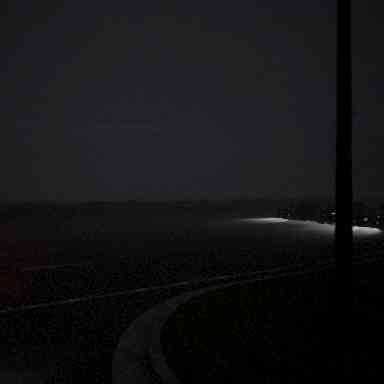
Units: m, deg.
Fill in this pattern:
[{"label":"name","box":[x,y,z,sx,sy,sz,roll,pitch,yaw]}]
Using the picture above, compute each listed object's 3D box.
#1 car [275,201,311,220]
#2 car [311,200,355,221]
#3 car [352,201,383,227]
[{"label":"car","box":[8.833,1.448,27.231,4.181,1.385,1.994,0,0,-29]},{"label":"car","box":[11.455,1.396,24.686,4.892,1.490,1.837,0,0,-29]},{"label":"car","box":[12.260,1.467,21.128,4.181,1.385,1.994,0,0,-29]}]
